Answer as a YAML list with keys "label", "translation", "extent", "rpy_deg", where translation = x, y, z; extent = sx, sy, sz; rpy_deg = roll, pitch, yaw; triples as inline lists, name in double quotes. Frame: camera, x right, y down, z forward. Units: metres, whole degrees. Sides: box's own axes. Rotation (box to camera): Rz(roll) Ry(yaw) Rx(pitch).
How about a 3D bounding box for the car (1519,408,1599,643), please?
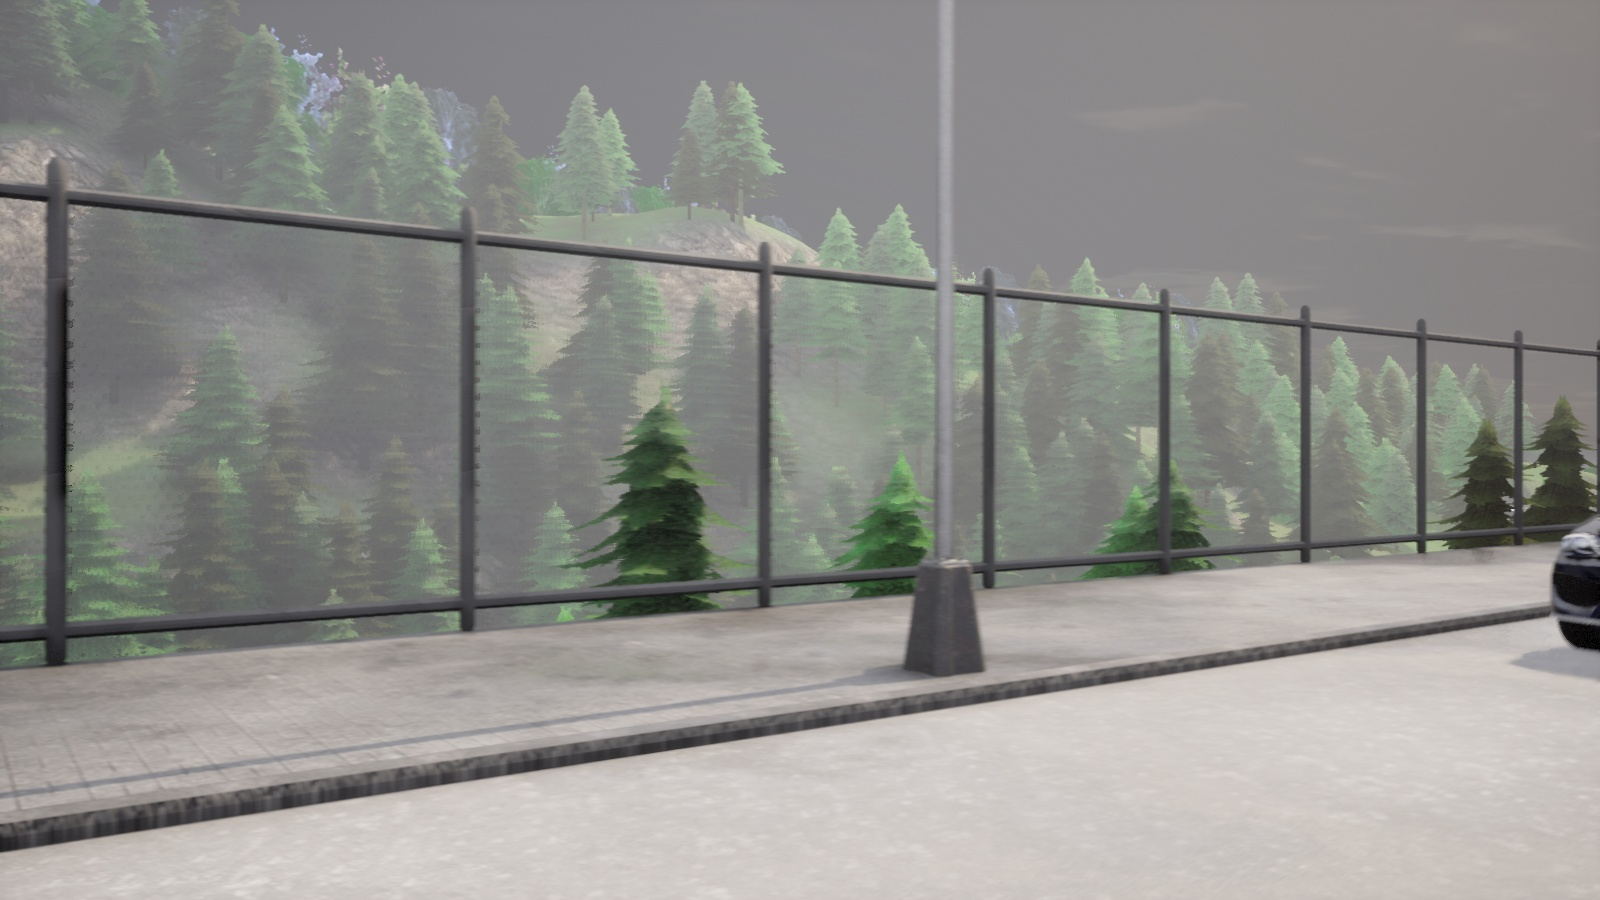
- label: "car"
  translation: [7.995, 0.531, 9.834]
  extent: [5.027, 1.651, 2.152]
  rpy_deg: [0, 0, -35]
